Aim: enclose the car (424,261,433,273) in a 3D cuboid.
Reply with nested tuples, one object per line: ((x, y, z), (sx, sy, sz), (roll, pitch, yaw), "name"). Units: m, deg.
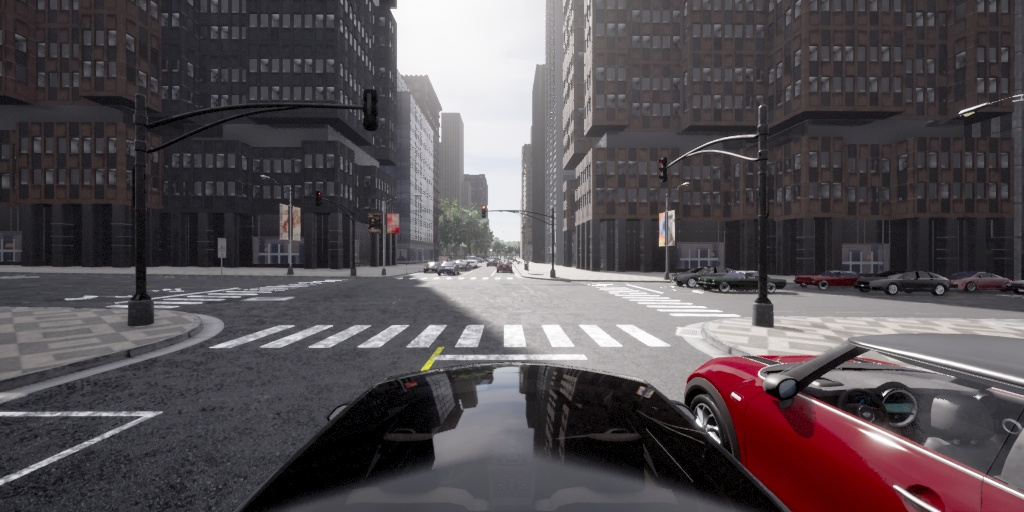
((-9.429, 1.323, 43.406), (1.948, 1.339, 4.313), (0, 0, -1), "car")

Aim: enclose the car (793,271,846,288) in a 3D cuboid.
((23.073, 1.706, 25.682), (4.718, 1.301, 1.895), (1, 0, -1), "car")

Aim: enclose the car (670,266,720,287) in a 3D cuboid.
((13.854, 1.476, 25.578), (4.892, 1.490, 1.837), (1, 0, -1), "car")

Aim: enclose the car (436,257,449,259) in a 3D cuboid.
((-9.503, 1.084, 48.831), (2.192, 1.841, 5.009), (0, 0, -1), "car")

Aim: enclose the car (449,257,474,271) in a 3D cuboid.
((-6.832, 1.261, 48.581), (2.128, 1.511, 4.902), (0, 0, -1), "car")

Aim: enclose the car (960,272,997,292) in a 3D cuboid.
((33.039, 1.814, 25.816), (4.181, 1.385, 1.994), (1, 0, -1), "car")

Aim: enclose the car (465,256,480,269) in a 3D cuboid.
((-6.962, 1.015, 59.212), (2.150, 2.045, 5.566), (0, 0, 0), "car")

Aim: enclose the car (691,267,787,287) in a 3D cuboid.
((14.160, 1.580, 22.332), (4.718, 1.301, 1.895), (1, 0, -3), "car")

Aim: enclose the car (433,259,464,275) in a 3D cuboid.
((-6.684, 1.294, 38.314), (2.033, 1.411, 5.357), (0, 0, -1), "car")

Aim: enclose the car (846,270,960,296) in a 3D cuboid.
((24.360, 1.632, 22.464), (4.892, 1.490, 1.837), (1, 0, -1), "car")

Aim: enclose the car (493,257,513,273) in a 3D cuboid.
((-0.905, 1.197, 43.519), (1.967, 1.591, 4.097), (0, 0, -1), "car")

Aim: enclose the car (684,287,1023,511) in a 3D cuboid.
((2.761, 1.190, 2.153), (1.967, 1.591, 4.097), (0, 0, 0), "car")

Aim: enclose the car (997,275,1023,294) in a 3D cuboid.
((34.741, 1.826, 22.591), (5.357, 1.411, 2.033), (1, 0, -1), "car")
